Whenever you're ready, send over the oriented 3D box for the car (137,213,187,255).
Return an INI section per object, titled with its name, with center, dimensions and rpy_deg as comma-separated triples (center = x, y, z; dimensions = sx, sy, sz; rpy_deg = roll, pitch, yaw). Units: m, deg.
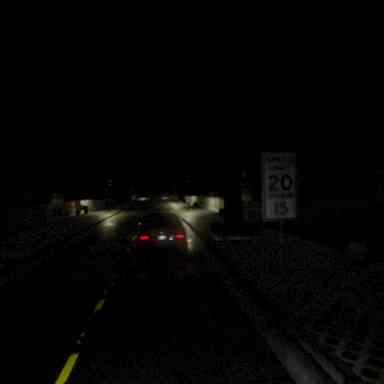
[car]
center = -1.235, 1.573, 13.570
dimensions = 2.033, 1.411, 5.357
rpy_deg = -1, 0, -6
